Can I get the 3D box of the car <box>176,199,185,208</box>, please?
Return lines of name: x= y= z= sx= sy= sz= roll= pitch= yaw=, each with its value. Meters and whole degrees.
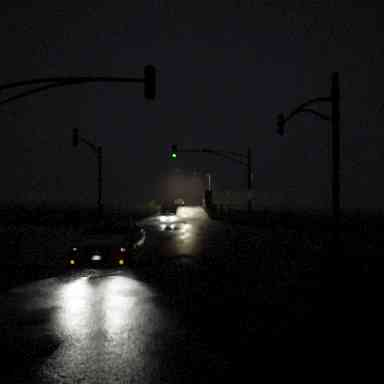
car: x=-2.594 y=2.216 z=66.811 sx=2.097 sy=1.767 sz=4.553 roll=0 pitch=-1 yaw=0

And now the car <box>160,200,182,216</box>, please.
car: x=-2.714 y=2.017 z=40.160 sx=2.128 sy=1.511 sz=4.902 roll=0 pitch=-1 yaw=0

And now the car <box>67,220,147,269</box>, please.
car: x=-2.737 y=1.701 z=11.552 sx=1.994 sy=1.385 sz=4.181 roll=0 pitch=0 yaw=0
